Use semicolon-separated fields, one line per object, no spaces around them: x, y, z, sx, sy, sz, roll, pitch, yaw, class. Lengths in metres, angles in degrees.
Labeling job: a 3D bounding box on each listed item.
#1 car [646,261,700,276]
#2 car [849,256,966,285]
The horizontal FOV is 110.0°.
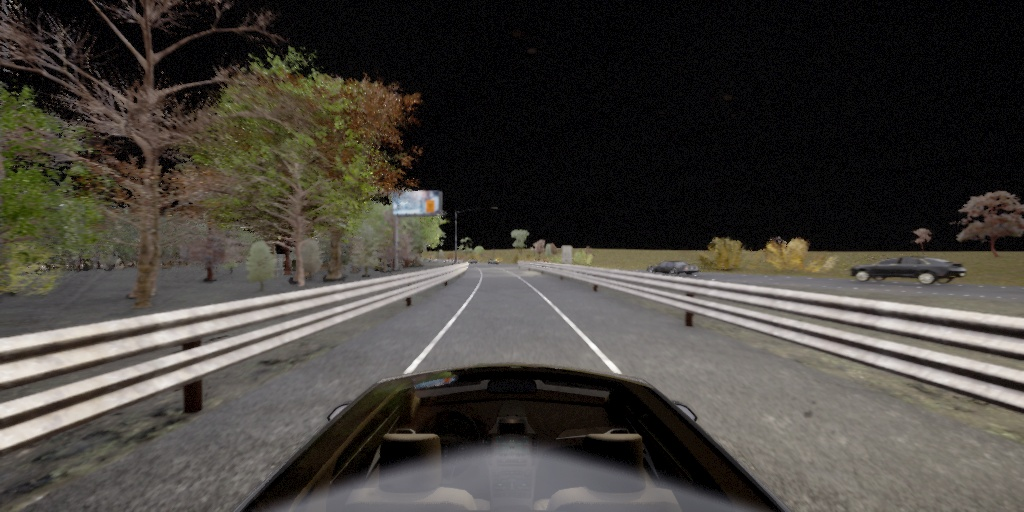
15.414;1.168;34.681;2.033;1.411;5.357;-1;0;-19;car
23.636;0.785;21.745;1.837;1.490;4.892;-1;0;-19;car
